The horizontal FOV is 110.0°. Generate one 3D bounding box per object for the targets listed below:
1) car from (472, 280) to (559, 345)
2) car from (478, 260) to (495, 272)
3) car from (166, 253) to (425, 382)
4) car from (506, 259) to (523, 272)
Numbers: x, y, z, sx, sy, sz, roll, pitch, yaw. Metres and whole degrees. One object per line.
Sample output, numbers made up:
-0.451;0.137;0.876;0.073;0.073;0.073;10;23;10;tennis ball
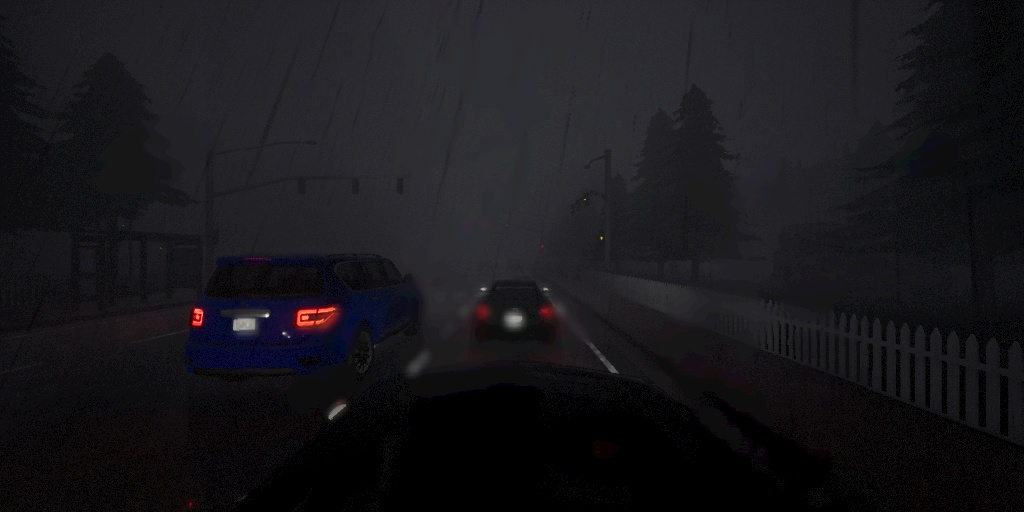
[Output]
0.089;1.314;9.556;1.994;1.385;4.181;0;0;1;car
-3.222;1.242;45.570;2.128;1.511;4.902;0;0;1;car
-3.404;0.972;7.276;2.150;2.045;5.566;0;0;0;car
0.281;1.102;45.664;2.097;1.767;4.553;0;0;0;car
